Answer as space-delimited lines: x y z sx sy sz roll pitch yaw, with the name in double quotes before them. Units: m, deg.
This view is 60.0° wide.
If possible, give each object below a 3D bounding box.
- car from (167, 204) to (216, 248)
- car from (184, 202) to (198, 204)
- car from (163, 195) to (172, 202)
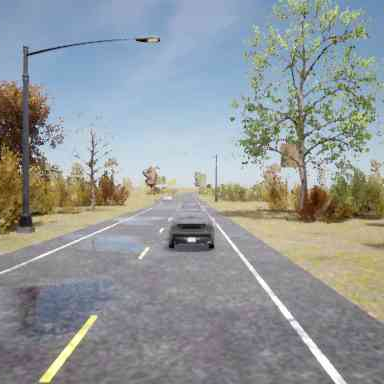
"car" -0.017 1.514 14.654 1.837 1.490 4.892 0 0 0
"car" -0.078 1.571 29.659 1.994 1.385 4.181 0 0 0
"car" -5.673 1.463 77.231 1.812 1.442 4.674 0 0 -8
